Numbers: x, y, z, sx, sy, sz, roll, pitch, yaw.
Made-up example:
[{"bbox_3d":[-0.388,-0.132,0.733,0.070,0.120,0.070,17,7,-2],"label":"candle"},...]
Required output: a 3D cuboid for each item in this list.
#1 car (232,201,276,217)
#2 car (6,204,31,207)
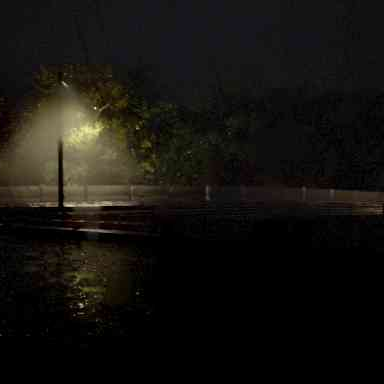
[{"bbox_3d":[5.915,1.579,31.636,4.181,1.385,1.994,0,0,-19],"label":"car"},{"bbox_3d":[-14.208,1.675,26.467,4.181,1.385,1.994,-1,0,-11],"label":"car"}]
